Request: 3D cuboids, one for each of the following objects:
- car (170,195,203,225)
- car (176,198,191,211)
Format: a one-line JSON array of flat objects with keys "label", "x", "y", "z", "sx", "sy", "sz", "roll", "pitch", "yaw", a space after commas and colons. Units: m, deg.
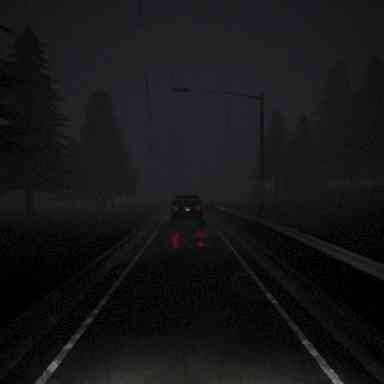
[{"label": "car", "x": -0.379, "y": 1.216, "z": 24.010, "sx": 2.150, "sy": 2.045, "sz": 5.566, "roll": 0, "pitch": 0, "yaw": -2}, {"label": "car", "x": -1.047, "y": 1.516, "z": 42.282, "sx": 1.812, "sy": 1.442, "sz": 4.674, "roll": 0, "pitch": 0, "yaw": -1}]
